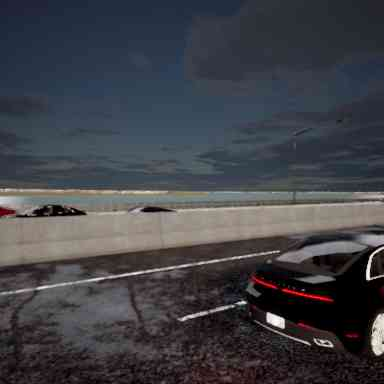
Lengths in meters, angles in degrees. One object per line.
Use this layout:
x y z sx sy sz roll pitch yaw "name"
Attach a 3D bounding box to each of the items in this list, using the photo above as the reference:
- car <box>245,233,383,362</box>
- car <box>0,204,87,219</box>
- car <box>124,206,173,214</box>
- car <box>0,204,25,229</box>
3.117 1.512 5.953 4.892 1.490 1.837 0 0 -35 "car"
-8.578 1.508 19.356 4.892 1.490 1.837 0 0 -35 "car"
-2.811 1.535 19.156 4.674 1.442 1.812 0 0 -35 "car"
-13.040 1.525 20.478 4.674 1.442 1.812 0 0 -35 "car"
